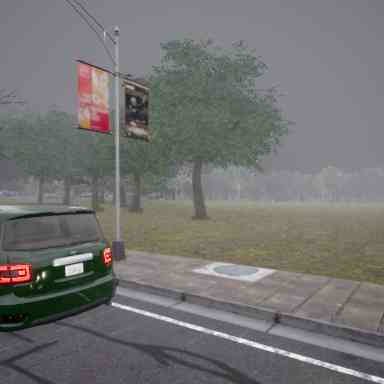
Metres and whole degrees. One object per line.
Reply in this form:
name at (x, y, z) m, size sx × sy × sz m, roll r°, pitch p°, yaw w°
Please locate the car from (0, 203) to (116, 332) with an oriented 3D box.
car at (-3.889, 1.235, 6.415) m, size 5.566 × 2.045 × 2.150 m, roll 0°, pitch 0°, yaw 36°
